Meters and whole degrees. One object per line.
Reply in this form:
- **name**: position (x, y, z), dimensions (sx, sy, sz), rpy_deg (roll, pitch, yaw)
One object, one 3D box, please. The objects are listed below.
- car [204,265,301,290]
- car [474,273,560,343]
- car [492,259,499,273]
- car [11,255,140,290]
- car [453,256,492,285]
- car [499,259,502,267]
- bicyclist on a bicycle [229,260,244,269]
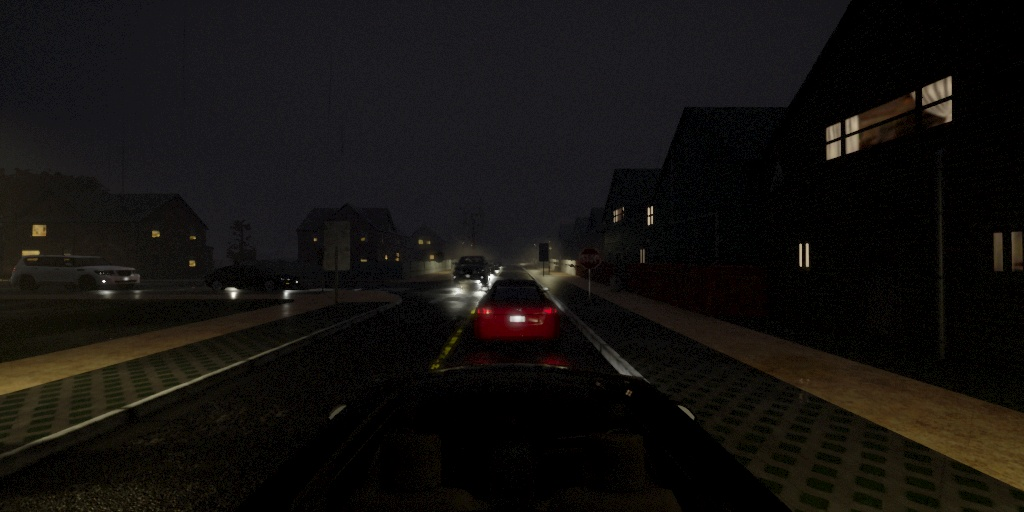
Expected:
- **car**: position (-14.789, 1.241, 20.587), dimensions (4.892, 1.490, 1.837), rpy_deg (0, -1, -1)
- **car**: position (0.092, 1.316, 9.660), dimensions (1.994, 1.385, 4.181), rpy_deg (0, 0, -1)
- **car**: position (-2.908, 1.257, 40.619), dimensions (2.128, 1.511, 4.902), rpy_deg (0, 0, 0)
- **car**: position (-24.828, 0.953, 20.505), dimensions (5.566, 2.045, 2.150), rpy_deg (0, -1, 0)
- **car**: position (-2.890, 0.983, 26.213), dimensions (2.150, 2.045, 5.566), rpy_deg (0, 0, 0)
- **car**: position (-2.907, 1.250, 52.381), dimensions (1.882, 1.535, 5.008), rpy_deg (0, 0, 0)
- **bicyclist on a bicycle**: position (-20.251, 1.101, 26.399), dimensions (0.582, 1.620, 1.656), rpy_deg (0, 0, -1)
